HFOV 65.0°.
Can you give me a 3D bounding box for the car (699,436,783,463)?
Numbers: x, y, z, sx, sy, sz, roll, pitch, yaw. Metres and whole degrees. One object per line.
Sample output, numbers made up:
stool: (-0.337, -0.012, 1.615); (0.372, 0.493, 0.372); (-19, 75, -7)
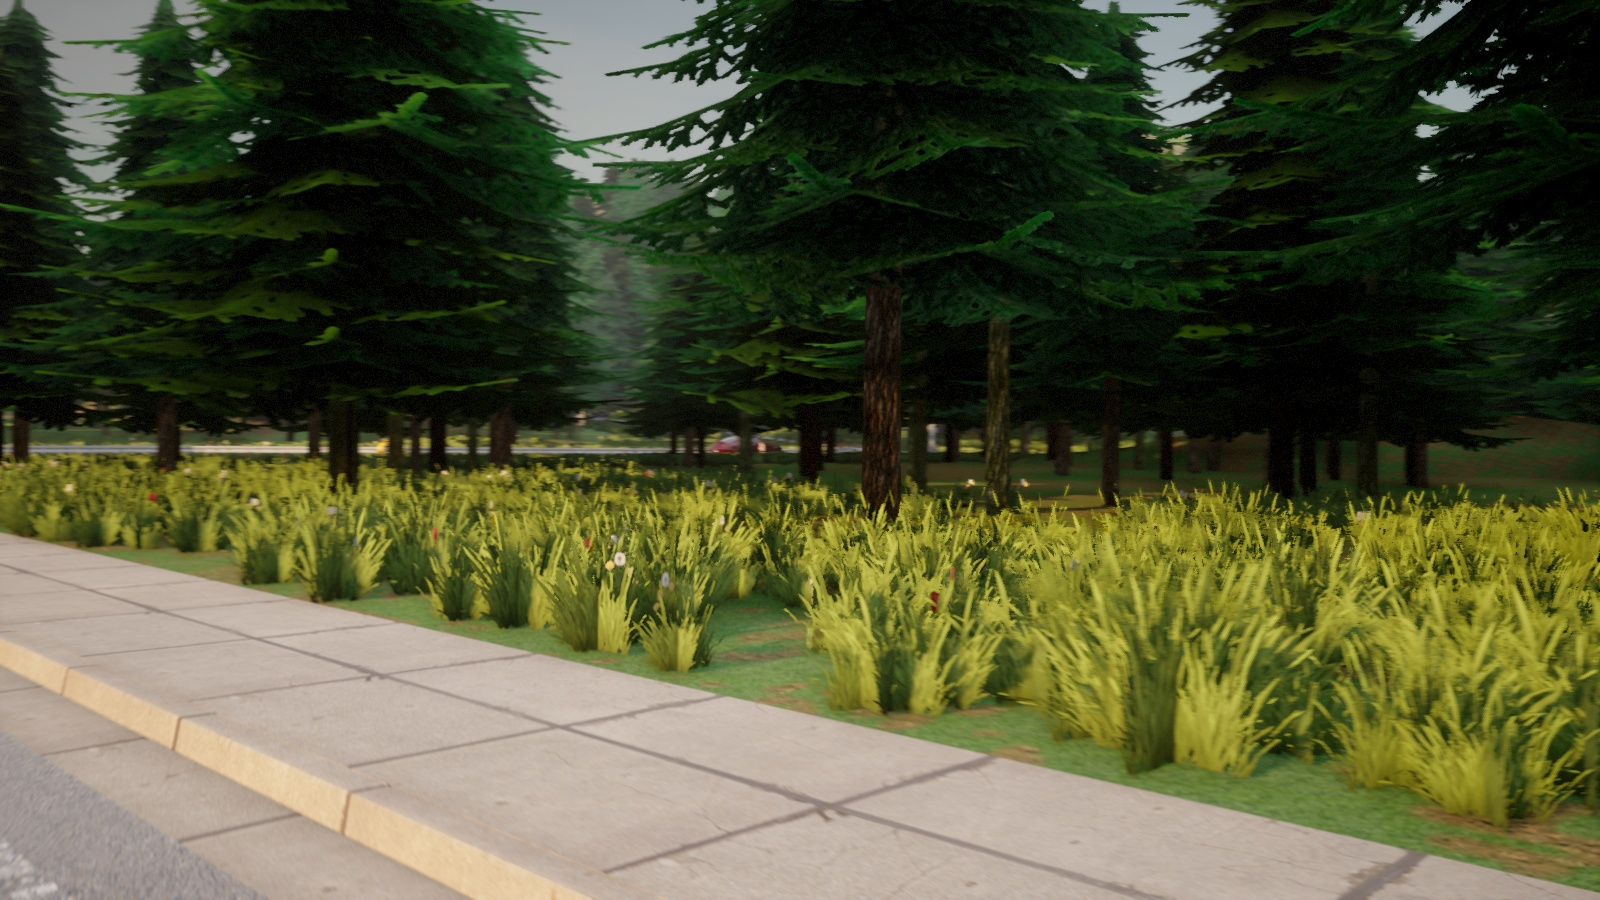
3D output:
car: (-3.262, -0.056, 70.410); (1.812, 1.442, 4.674); (0, 1, 45)
